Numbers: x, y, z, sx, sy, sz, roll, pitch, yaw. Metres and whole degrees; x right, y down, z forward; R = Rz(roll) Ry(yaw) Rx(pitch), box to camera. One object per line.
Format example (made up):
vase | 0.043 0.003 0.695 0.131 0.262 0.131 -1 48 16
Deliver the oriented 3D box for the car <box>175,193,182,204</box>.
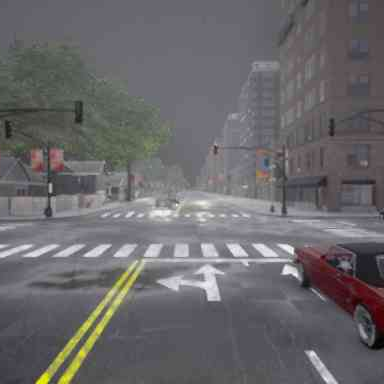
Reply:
car | -3.262 1.019 55.096 2.097 1.767 4.553 0 0 0

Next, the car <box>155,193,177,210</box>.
car | -3.302 1.247 39.545 2.128 1.511 4.902 0 0 0

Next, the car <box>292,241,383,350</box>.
car | 3.362 1.561 6.096 1.895 1.301 4.718 0 0 0

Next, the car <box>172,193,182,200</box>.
car | -3.186 0.918 70.229 1.812 1.442 4.674 0 0 0

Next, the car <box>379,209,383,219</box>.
car | 16.401 1.427 24.912 4.313 1.339 1.947 0 0 0
